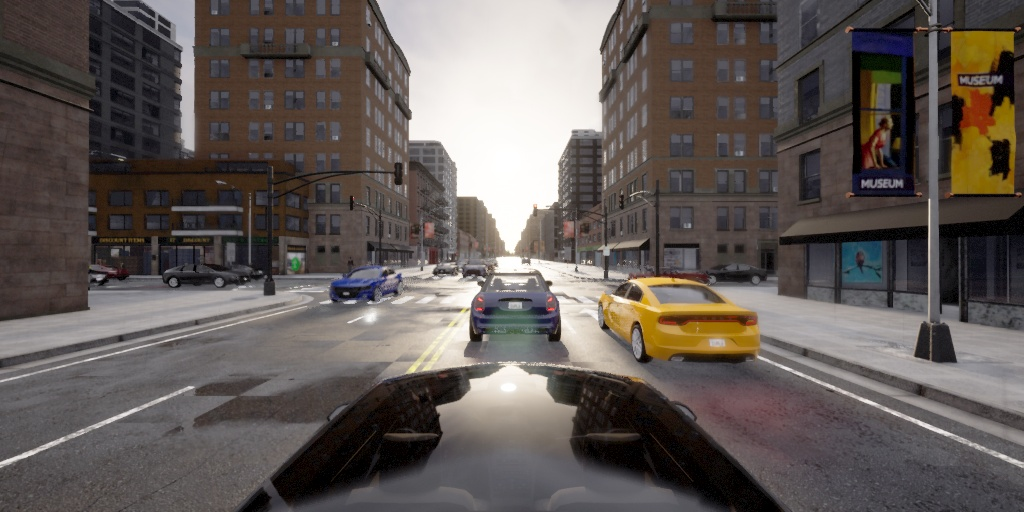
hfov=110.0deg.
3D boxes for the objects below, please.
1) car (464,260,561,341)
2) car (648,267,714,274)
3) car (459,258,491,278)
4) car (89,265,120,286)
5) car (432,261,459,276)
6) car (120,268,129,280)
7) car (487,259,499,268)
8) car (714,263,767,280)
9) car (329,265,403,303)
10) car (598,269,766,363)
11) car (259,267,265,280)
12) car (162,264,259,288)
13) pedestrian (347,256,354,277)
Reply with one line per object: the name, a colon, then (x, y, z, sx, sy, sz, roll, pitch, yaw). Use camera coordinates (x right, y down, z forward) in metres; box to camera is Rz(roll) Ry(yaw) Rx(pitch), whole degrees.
car: (0.077, 1.102, 9.977, 2.097, 1.767, 4.553, 0, 0, 0)
car: (10.168, 1.367, 23.439, 4.718, 1.301, 1.895, 0, 0, 3)
car: (-3.401, 1.102, 33.538, 2.097, 1.767, 4.553, 0, 0, 0)
car: (-29.105, 1.232, 23.182, 4.902, 1.511, 2.128, 0, 0, 0)
car: (-6.726, 1.314, 36.702, 1.994, 1.385, 4.181, 0, 0, 2)
car: (-33.189, 1.344, 28.681, 4.207, 1.307, 1.802, 0, 0, 0)
car: (-3.407, 1.249, 63.840, 1.837, 1.490, 4.892, 0, -1, 0)
car: (15.844, 1.268, 26.327, 5.008, 1.535, 1.882, 0, 0, 1)
car: (-6.624, 1.222, 16.808, 1.882, 1.535, 5.008, 0, 0, 0)
car: (3.315, 1.228, 8.176, 1.882, 1.535, 5.008, 0, 0, 1)
car: (-22.167, 1.330, 28.642, 4.313, 1.339, 1.948, 0, 0, 0)
car: (-19.617, 1.248, 23.148, 4.892, 1.490, 1.837, 0, 0, 0)
pedestrian: (-14.189, 0.920, 31.491, 0.375, 1.860, 0.375, 0, 0, 0)
